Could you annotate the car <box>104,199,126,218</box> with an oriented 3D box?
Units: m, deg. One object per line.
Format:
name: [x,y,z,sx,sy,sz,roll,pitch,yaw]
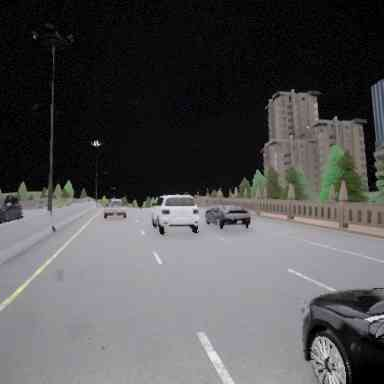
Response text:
car: [-6.998,1.601,30.428,1.895,1.301,4.718,0,0,-12]

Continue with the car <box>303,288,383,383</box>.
car: [2.662,1.491,2.356,2.128,1.511,4.902,0,0,-12]

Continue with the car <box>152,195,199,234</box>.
car: [-1.095,1.214,19.704,2.150,2.045,5.566,0,0,-12]

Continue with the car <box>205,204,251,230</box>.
car: [2.159,1.482,21.214,2.128,1.511,4.902,0,0,-12]

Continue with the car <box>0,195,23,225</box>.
car: [-12.226,1.232,20.547,2.150,2.045,5.566,0,0,-12]
